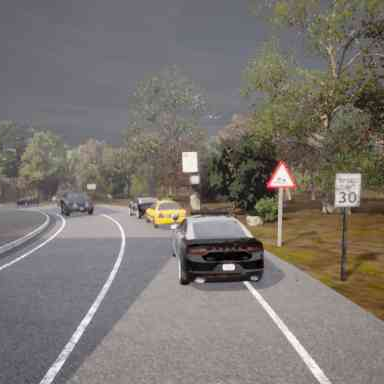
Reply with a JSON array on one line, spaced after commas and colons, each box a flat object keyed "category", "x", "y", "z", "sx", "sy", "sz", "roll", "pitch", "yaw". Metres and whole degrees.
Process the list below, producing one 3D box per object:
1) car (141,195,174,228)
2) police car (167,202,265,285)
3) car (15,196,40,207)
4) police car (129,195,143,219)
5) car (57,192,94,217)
[{"category": "car", "x": -1.614, "y": 1.167, "z": 19.726, "sx": 1.801, "sy": 1.575, "sz": 5.366, "roll": -2, "pitch": 1, "yaw": -16}, {"category": "police car", "x": 0.460, "y": 1.301, "z": 9.409, "sx": 1.930, "sy": 1.638, "sz": 5.238, "roll": -1, "pitch": 1, "yaw": -7}, {"category": "car", "x": -26.715, "y": 1.485, "z": 53.801, "sx": 5.008, "sy": 1.535, "sz": 1.882, "roll": -2, "pitch": 3, "yaw": 34}, {"category": "police car", "x": -3.605, "y": 1.060, "z": 25.589, "sx": 1.930, "sy": 1.638, "sz": 5.238, "roll": -2, "pitch": 1, "yaw": -21}, {"category": "car", "x": -10.154, "y": 1.009, "z": 29.174, "sx": 2.150, "sy": 2.045, "sz": 5.566, "roll": -3, "pitch": 1, "yaw": -27}]
